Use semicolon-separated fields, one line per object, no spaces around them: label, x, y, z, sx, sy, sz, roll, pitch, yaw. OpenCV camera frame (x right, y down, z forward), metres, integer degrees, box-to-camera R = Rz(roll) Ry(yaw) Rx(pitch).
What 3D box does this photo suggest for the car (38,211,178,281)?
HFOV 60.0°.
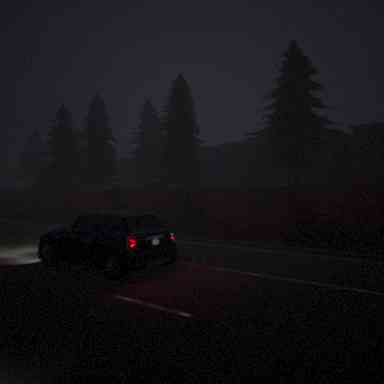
car;-2.692;1.359;10.161;4.553;1.767;2.097;0;0;36
